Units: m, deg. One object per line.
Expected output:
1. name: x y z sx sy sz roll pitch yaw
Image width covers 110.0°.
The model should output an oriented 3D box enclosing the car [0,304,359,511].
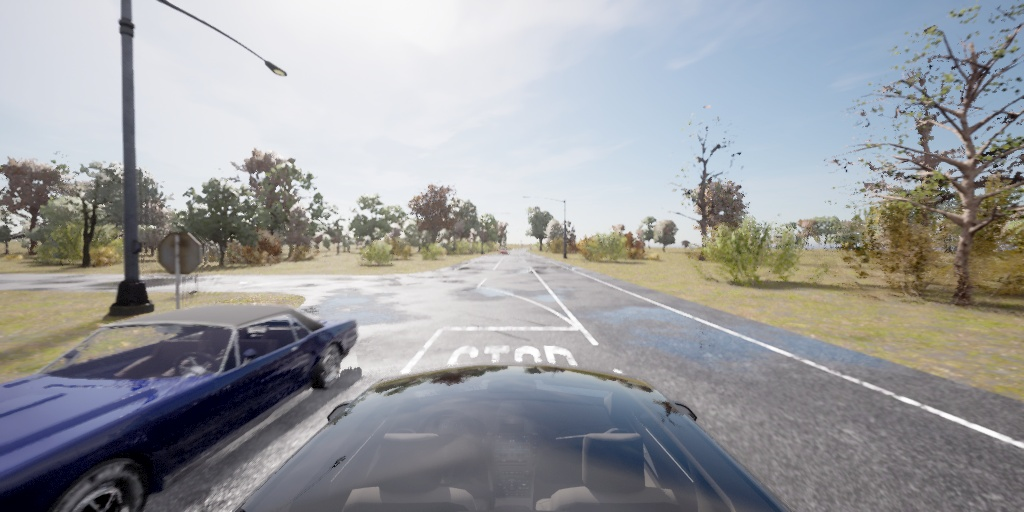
1. car: -3.516 1.301 3.811 1.895 1.301 4.718 0 1 0
